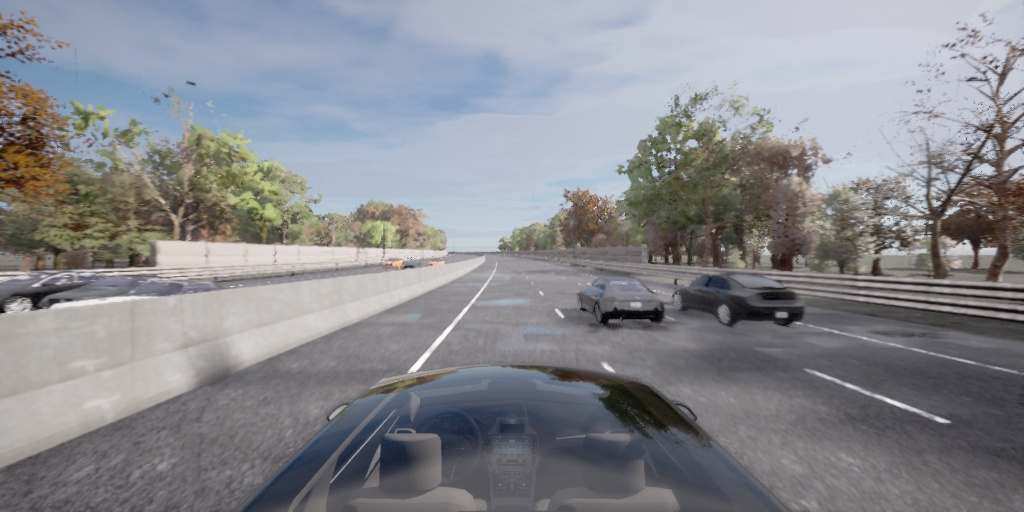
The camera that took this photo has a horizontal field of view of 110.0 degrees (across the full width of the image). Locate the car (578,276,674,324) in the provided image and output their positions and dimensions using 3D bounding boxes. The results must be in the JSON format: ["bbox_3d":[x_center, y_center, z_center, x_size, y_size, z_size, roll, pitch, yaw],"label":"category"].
[{"bbox_3d":[3.564,1.381,12.352,1.994,1.385,4.181,0,0,0],"label":"car"}]

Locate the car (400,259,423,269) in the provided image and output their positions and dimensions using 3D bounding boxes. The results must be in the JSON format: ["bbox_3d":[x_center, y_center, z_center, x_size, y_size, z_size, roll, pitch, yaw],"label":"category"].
[{"bbox_3d":[-14.787,1.248,54.100,2.033,1.411,5.357,0,1,-1],"label":"car"}]

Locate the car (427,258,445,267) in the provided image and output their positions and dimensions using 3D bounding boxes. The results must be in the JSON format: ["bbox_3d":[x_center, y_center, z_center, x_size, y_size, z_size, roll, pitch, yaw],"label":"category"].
[{"bbox_3d":[-11.289,1.056,53.565,2.097,1.767,4.553,0,1,-1],"label":"car"}]

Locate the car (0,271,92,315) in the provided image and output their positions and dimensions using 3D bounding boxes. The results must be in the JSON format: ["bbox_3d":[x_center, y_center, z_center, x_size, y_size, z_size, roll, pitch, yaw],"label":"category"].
[{"bbox_3d":[-17.639,1.331,13.639,2.128,1.511,4.902,0,0,0],"label":"car"}]

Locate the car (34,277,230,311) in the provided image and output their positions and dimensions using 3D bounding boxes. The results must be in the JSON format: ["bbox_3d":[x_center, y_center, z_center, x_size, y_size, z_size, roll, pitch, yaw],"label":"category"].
[{"bbox_3d":[-10.625,1.420,11.074,1.895,1.301,4.718,0,0,0],"label":"car"}]

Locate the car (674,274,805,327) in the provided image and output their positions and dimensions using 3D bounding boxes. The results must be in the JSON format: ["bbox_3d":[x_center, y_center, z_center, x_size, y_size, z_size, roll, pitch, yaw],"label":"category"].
[{"bbox_3d":[7.067,1.317,11.832,1.837,1.490,4.892,0,0,0],"label":"car"}]

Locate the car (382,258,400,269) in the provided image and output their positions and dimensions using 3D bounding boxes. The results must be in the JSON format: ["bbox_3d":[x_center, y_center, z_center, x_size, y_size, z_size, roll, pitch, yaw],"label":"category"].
[{"bbox_3d":[-18.340,1.038,55.369,2.097,1.767,4.553,0,1,-1],"label":"car"}]

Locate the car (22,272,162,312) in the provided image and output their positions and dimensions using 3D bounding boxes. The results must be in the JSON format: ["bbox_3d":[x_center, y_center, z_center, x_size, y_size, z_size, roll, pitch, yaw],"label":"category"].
[{"bbox_3d":[-14.136,1.399,13.217,1.994,1.385,4.181,0,0,0],"label":"car"}]
